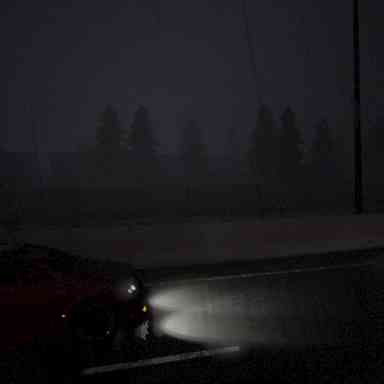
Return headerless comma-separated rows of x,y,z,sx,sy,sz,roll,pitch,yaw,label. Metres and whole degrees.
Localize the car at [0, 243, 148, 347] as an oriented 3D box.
-2.849,1.570,5.432,4.181,1.385,1.994,-1,1,-15,car
